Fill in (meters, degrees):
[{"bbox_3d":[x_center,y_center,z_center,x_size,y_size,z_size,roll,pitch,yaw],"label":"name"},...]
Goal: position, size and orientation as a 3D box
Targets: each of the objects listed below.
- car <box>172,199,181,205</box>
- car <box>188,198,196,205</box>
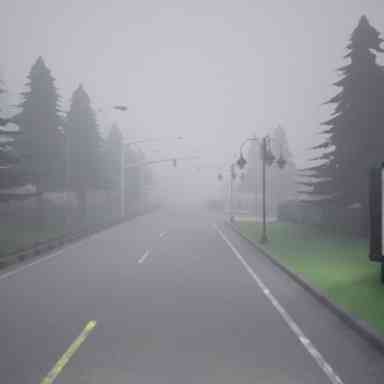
[{"bbox_3d":[-3.504,2.324,77.465,1.882,1.535,5.008,0,-1,0],"label":"car"},{"bbox_3d":[-0.004,2.198,79.199,1.882,1.535,5.008,0,-1,0],"label":"car"}]
